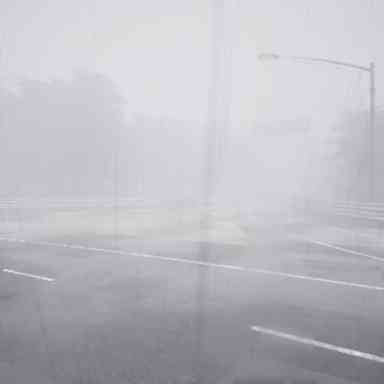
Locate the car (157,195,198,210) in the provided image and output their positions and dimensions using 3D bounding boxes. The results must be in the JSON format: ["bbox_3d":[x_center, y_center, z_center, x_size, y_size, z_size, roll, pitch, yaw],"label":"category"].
[{"bbox_3d":[-1.575,1.123,35.952,4.902,1.511,2.128,-1,1,-42],"label":"car"}]
